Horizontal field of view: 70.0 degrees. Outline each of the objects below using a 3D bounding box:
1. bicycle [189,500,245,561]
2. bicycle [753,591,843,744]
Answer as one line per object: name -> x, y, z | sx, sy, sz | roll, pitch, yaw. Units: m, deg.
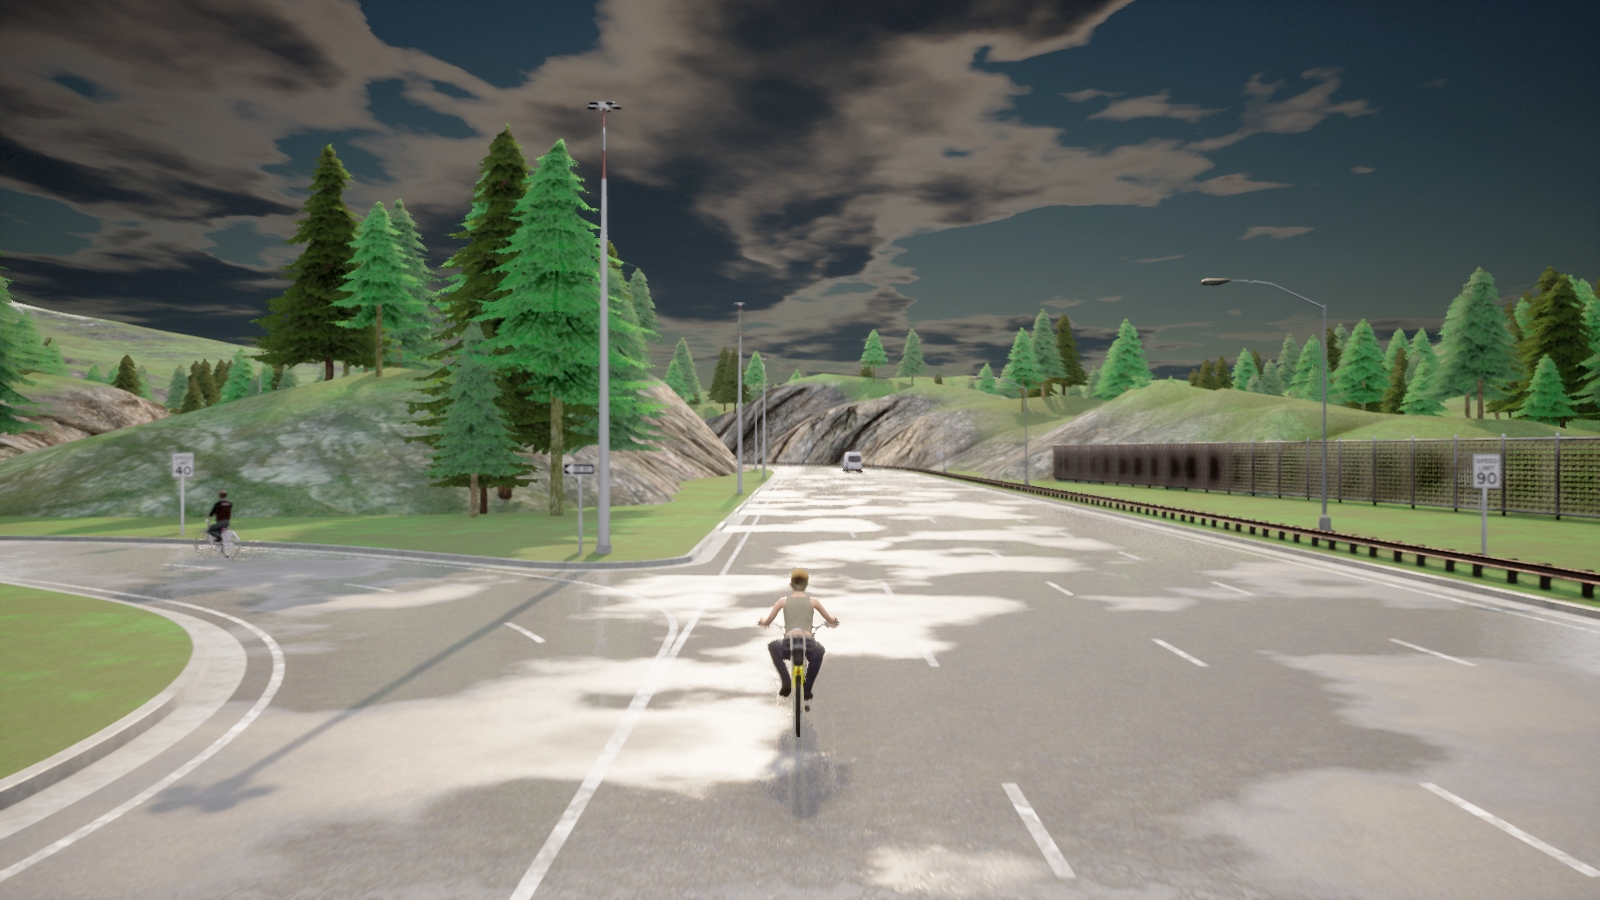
bicycle -> -15.065, 2.061, 29.492 | 1.835, 1.471, 0.329 | 0, 0, 30
bicycle -> -0.013, 2.158, 11.604 | 0.859, 1.276, 1.487 | 0, 0, 0
